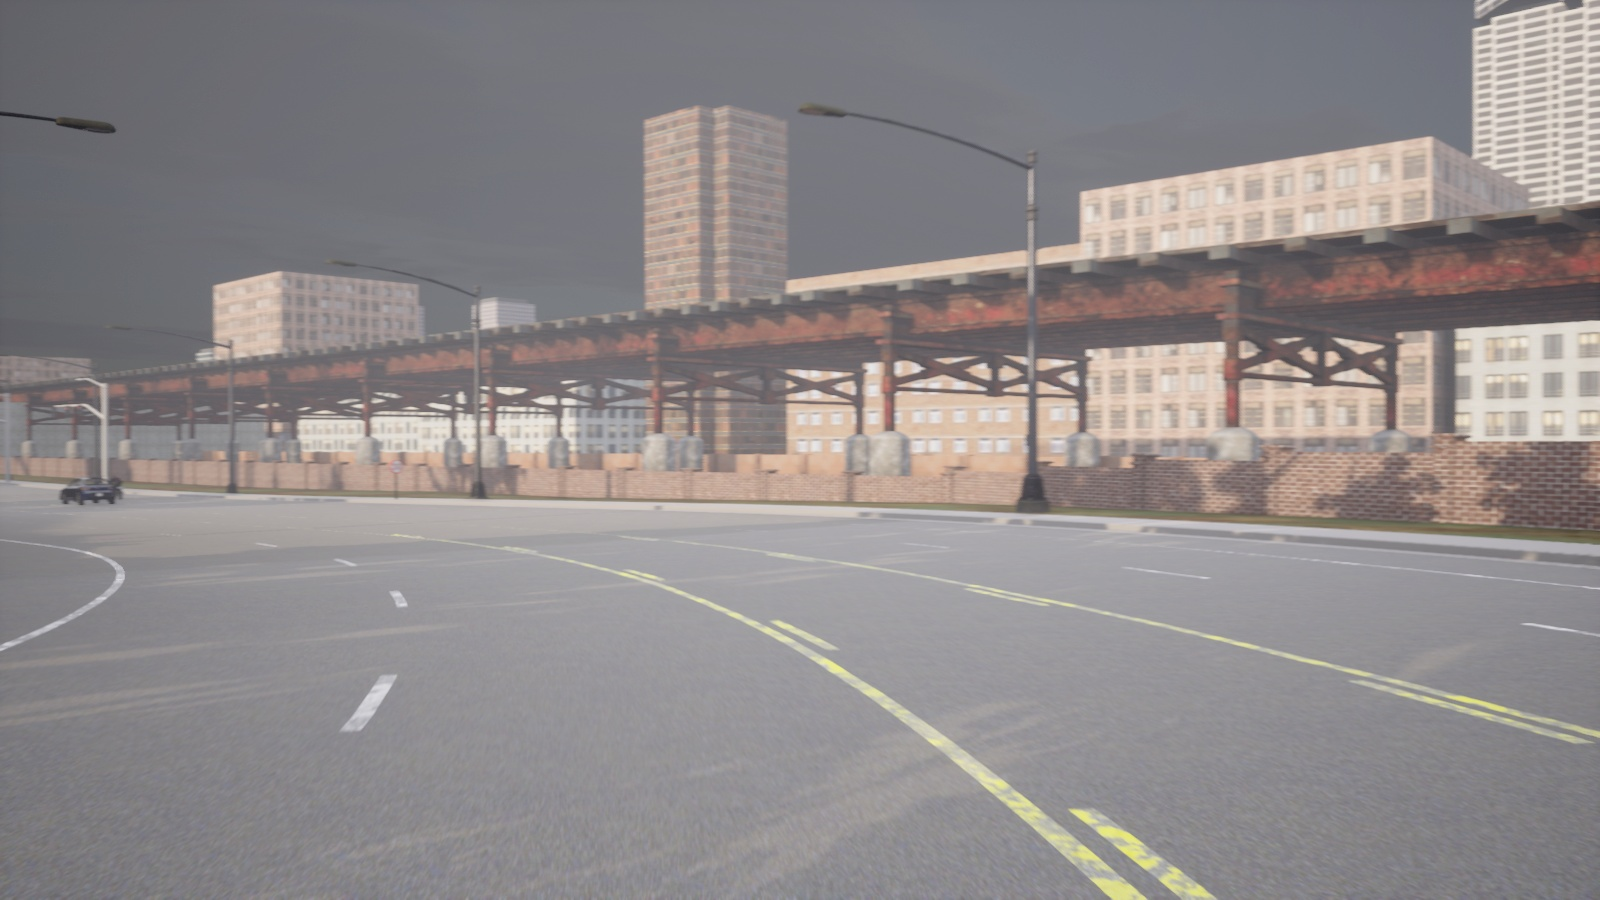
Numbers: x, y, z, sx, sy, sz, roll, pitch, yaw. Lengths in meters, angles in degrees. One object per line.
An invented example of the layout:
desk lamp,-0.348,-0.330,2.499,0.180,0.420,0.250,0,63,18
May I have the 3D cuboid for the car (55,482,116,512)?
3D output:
car,-38.488,2.510,67.612,4.193,1.474,1.816,-2,0,45
